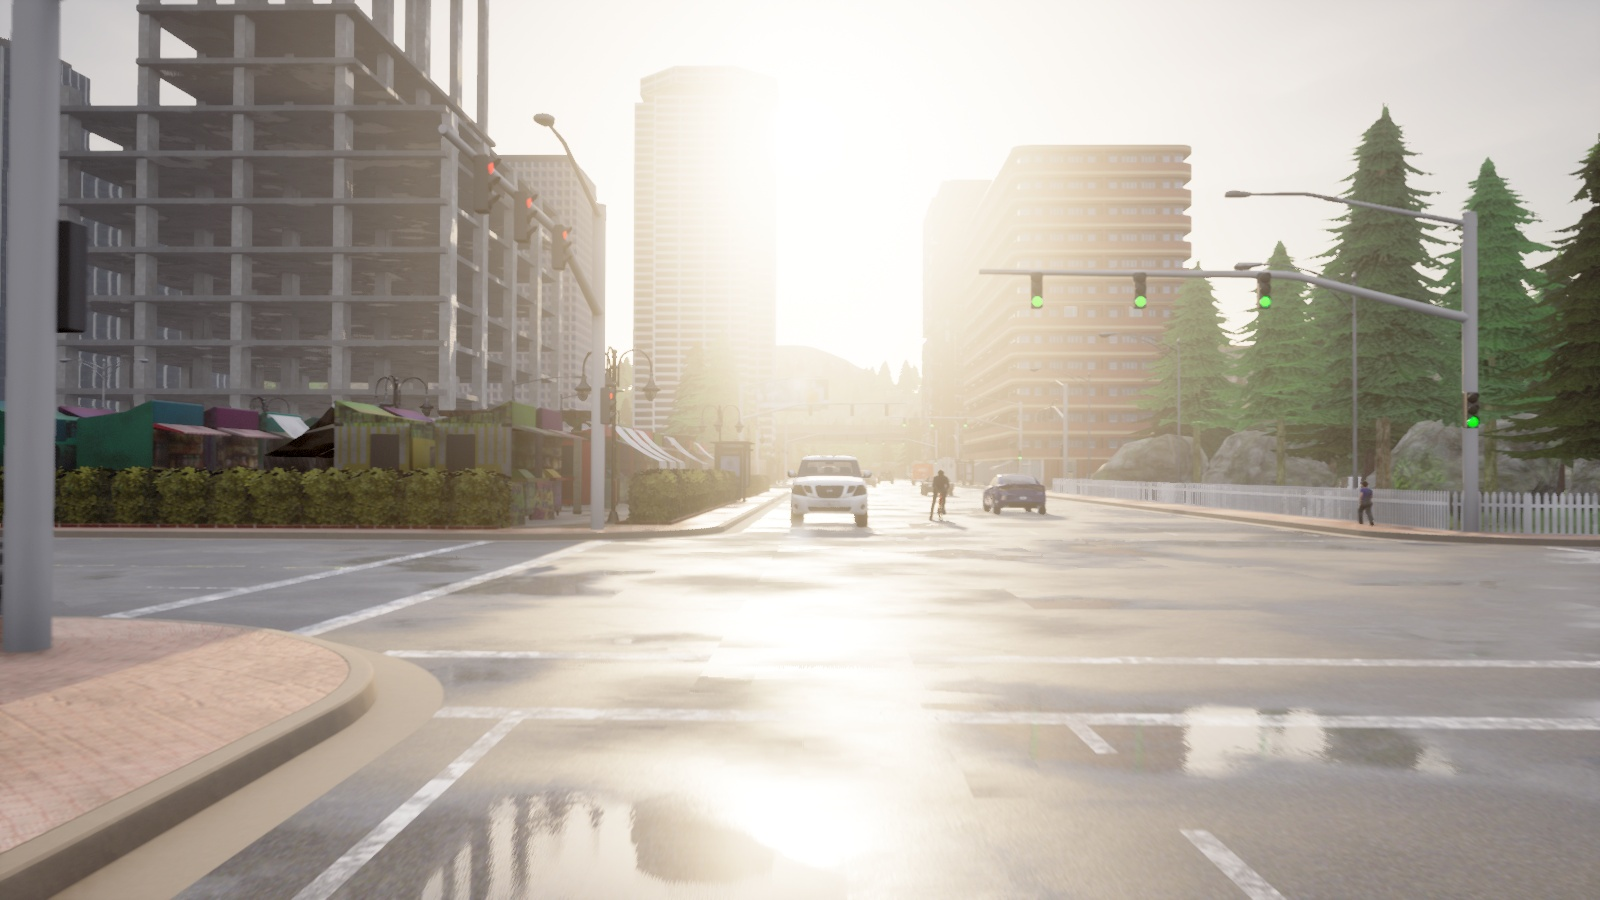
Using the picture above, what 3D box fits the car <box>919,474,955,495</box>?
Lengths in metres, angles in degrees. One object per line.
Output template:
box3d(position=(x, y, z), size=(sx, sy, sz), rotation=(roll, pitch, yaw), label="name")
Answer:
box3d(position=(8.876, 2.246, 81.720), size=(1.895, 1.301, 4.718), rotation=(0, -1, 1), label="car")

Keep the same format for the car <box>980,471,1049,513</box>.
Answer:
box3d(position=(8.111, 1.561, 47.922), size=(1.882, 1.535, 5.008), rotation=(0, -1, 1), label="car")

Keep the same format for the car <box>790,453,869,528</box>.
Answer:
box3d(position=(0.863, 1.151, 37.094), size=(2.150, 2.045, 5.566), rotation=(0, -1, 1), label="car")

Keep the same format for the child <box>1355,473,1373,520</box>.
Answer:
box3d(position=(15.302, 1.260, 34.087), size=(0.270, 1.263, 0.437), rotation=(0, -1, 1), label="child")
